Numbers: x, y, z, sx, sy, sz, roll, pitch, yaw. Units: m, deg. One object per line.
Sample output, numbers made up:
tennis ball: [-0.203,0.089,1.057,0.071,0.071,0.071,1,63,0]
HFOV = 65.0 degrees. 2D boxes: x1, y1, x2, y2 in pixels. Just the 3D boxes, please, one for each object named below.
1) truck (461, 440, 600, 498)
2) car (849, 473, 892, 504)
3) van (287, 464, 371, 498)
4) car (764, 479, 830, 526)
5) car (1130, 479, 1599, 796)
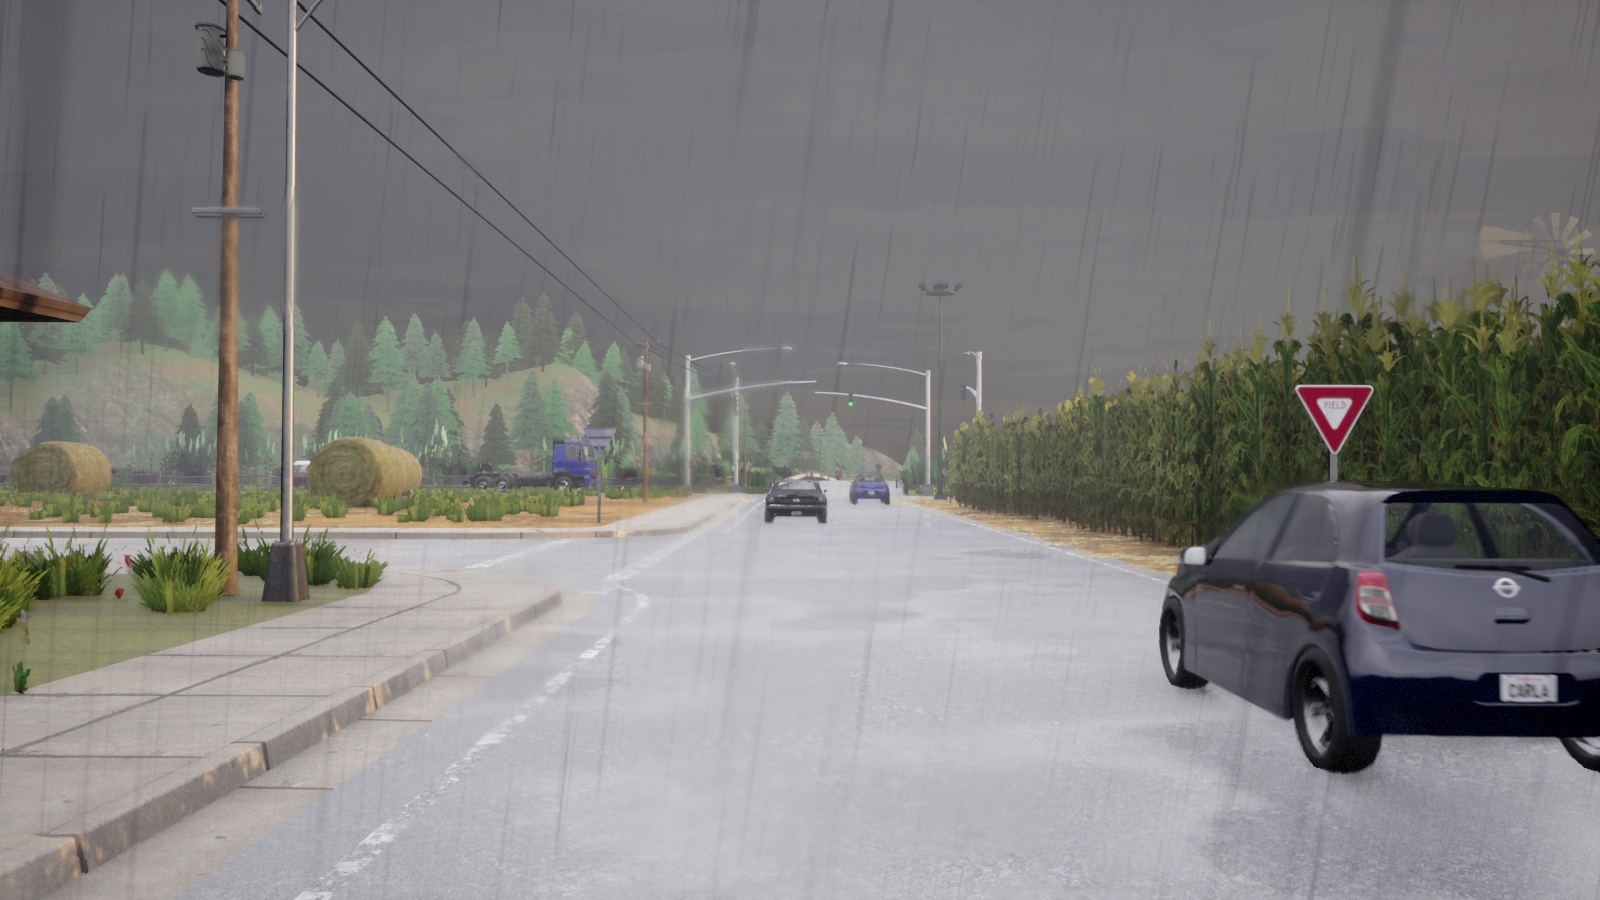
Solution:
truck: [-16.616,1.166,77.707,7.936,3.462,2.891,0,-1,3]
car: [3.362,1.830,60.629,1.816,1.474,4.193,0,-1,0]
van: [-29.354,1.932,78.332,4.480,2.038,2.069,0,-1,3]
car: [-0.096,1.559,38.434,1.895,1.301,4.718,0,-1,0]
car: [3.480,0.947,7.890,1.845,1.501,3.633,0,-1,0]
